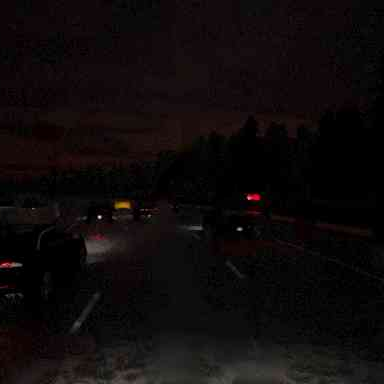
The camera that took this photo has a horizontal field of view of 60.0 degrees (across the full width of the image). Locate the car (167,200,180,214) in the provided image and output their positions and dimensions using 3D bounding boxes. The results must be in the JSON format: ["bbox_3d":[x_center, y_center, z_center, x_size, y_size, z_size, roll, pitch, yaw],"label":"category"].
[{"bbox_3d":[-2.854,1.566,35.655,2.033,1.411,5.357,0,0,-19],"label":"car"}]

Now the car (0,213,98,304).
[{"bbox_3d":[-3.950,1.505,8.060,2.128,1.511,4.902,0,0,-4],"label":"car"}]

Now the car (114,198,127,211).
[{"bbox_3d":[-9.144,1.515,41.911,1.882,1.535,5.008,0,0,-23],"label":"car"}]

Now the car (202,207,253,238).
[{"bbox_3d":[1.809,1.526,17.660,1.812,1.442,4.674,0,0,-10],"label":"car"}]

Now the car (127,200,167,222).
[{"bbox_3d":[-3.643,1.509,26.143,2.128,1.511,4.902,0,0,-15],"label":"car"}]

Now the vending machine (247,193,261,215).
[{"bbox_3d":[6.194,1.189,33.468,1.100,2.100,0.880,0,0,-17],"label":"vending machine"}]

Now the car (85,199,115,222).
[{"bbox_3d":[-7.241,1.533,26.111,1.837,1.490,4.892,0,0,-15],"label":"car"}]
